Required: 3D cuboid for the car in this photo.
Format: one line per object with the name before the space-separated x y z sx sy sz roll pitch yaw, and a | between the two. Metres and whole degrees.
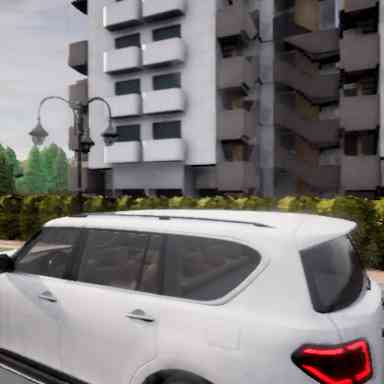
car | -0.761 1.225 4.033 5.566 2.045 2.150 0 0 31
